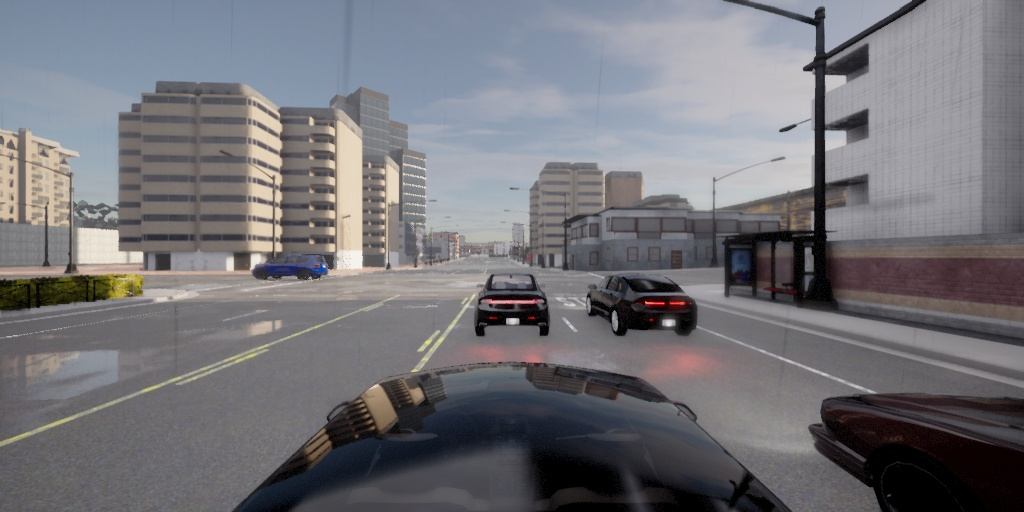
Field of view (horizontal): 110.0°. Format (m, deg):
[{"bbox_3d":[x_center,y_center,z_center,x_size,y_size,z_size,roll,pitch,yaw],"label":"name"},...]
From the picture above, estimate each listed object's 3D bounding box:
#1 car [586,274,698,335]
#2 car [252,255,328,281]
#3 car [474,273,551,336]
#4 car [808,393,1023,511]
[{"bbox_3d":[3.478,1.251,10.453,1.837,1.490,4.892,0,0,-1],"label":"car"},{"bbox_3d":[-18.301,0.968,29.755,5.566,2.045,2.150,0,0,-1],"label":"car"},{"bbox_3d":[-0.020,1.237,10.379,2.128,1.511,4.902,0,0,-1],"label":"car"},{"bbox_3d":[3.586,1.298,0.708,2.033,1.411,5.357,0,0,0],"label":"car"}]
